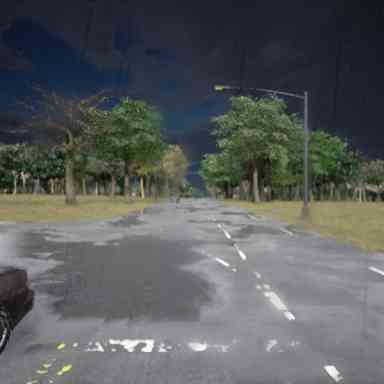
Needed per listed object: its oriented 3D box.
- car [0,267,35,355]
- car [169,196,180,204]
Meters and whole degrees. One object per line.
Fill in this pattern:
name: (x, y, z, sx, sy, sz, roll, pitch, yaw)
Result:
car: (-3.495, 1.553, 3.135, 2.033, 1.411, 5.357, 0, 0, 0)
car: (-3.437, 1.593, 64.641, 1.837, 1.490, 4.892, 0, 0, 0)
